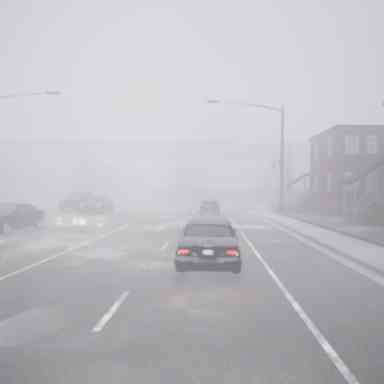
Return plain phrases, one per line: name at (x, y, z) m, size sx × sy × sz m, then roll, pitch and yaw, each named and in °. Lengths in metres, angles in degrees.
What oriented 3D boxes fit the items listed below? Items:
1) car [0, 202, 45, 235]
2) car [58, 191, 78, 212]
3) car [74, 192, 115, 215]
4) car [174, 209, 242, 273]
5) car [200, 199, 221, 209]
car at (-9.699, 1.309, 17.645) m, size 1.882 × 1.535 × 5.008 m, roll 1°, pitch 0°, yaw 3°
car at (-12.125, 0.965, 35.513) m, size 2.150 × 2.045 × 5.566 m, roll 1°, pitch 0°, yaw 3°
car at (-8.888, 1.145, 31.356) m, size 2.097 × 1.767 × 4.553 m, roll 1°, pitch 0°, yaw 4°
car at (0.524, 1.515, 10.609) m, size 2.033 × 1.411 × 5.357 m, roll 1°, pitch 0°, yaw 3°
car at (1.857, 1.396, 32.945) m, size 2.128 × 1.511 × 4.902 m, roll 1°, pitch 0°, yaw 5°
